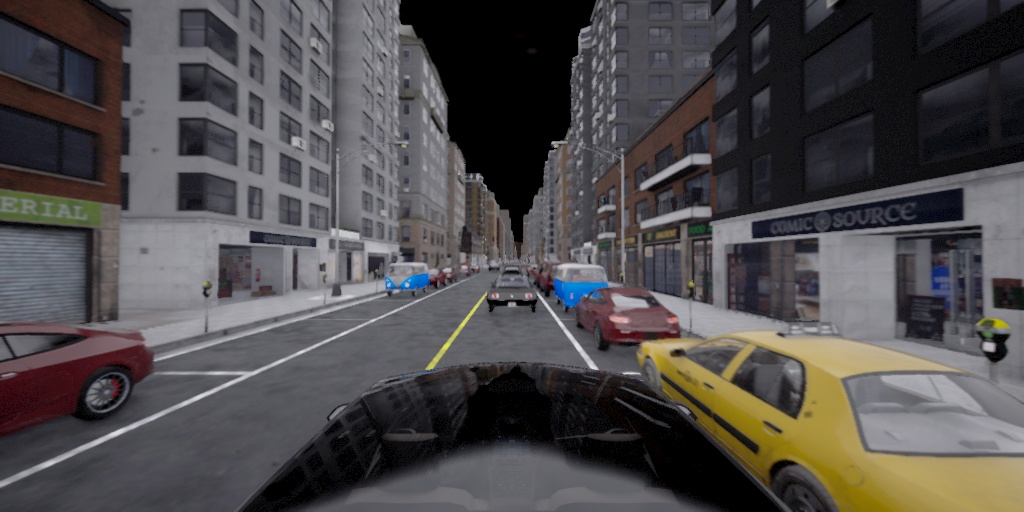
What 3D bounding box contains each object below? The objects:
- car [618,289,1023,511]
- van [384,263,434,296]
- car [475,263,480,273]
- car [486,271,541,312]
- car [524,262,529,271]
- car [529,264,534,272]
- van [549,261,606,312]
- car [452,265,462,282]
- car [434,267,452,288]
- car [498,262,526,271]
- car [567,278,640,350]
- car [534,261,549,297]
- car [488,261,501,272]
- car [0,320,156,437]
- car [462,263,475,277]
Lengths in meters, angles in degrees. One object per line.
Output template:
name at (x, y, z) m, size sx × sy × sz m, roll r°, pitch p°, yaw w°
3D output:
car at (2.667, 1.292, 3.485) m, size 1.751 × 1.417 × 4.829 m, roll 0°, pitch 0°, yaw 0°
van at (-5.857, 1.276, 20.299) m, size 1.690 × 1.789 × 3.998 m, roll 0°, pitch 0°, yaw 0°
car at (-5.854, 1.768, 54.221) m, size 1.967 × 1.591 × 4.097 m, roll 0°, pitch 0°, yaw 0°
car at (0.021, 1.485, 15.093) m, size 1.895 × 1.301 × 4.718 m, roll 0°, pitch -1°, yaw 0°
car at (2.670, 1.626, 42.903) m, size 1.967 × 1.591 × 4.097 m, roll 0°, pitch 0°, yaw 0°
car at (2.669, 1.305, 25.940) m, size 2.192 × 1.841 × 5.009 m, roll 0°, pitch 0°, yaw 0°
van at (2.668, 1.220, 14.627) m, size 1.690 × 1.789 × 3.998 m, roll 0°, pitch 0°, yaw 0°
car at (-5.856, 1.632, 31.608) m, size 1.802 × 1.307 × 4.207 m, roll 0°, pitch 0°, yaw 0°
car at (-5.856, 1.536, 25.954) m, size 1.888 × 1.381 × 4.507 m, roll 0°, pitch 0°, yaw 0°
car at (0.023, 1.544, 30.339) m, size 1.837 × 1.490 × 4.892 m, roll 0°, pitch 0°, yaw 0°
car at (2.668, 1.405, 8.972) m, size 1.802 × 1.307 × 4.207 m, roll 0°, pitch 0°, yaw 0°
car at (2.668, 1.250, 20.284) m, size 2.192 × 1.841 × 5.009 m, roll 0°, pitch 0°, yaw 0°
car at (-3.020, 1.896, 61.387) m, size 1.882 × 1.535 × 5.008 m, roll 0°, pitch -1°, yaw 0°
car at (-5.859, 1.348, 3.335) m, size 1.802 × 1.307 × 4.207 m, roll 0°, pitch 0°, yaw 0°
car at (-5.855, 1.768, 42.912) m, size 1.802 × 1.307 × 4.207 m, roll 0°, pitch 0°, yaw 0°
